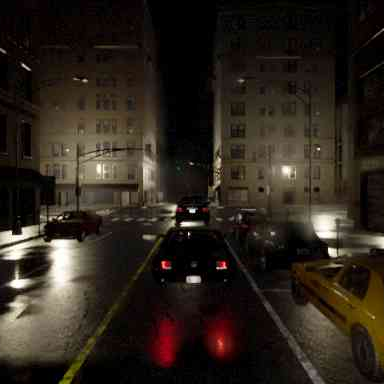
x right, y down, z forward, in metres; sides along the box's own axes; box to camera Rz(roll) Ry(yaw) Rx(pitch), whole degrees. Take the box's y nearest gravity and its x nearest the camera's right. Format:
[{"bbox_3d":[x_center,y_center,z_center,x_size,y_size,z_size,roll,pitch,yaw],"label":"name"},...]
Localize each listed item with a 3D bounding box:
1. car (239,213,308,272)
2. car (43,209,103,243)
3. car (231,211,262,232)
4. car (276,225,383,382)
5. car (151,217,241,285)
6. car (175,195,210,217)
[{"bbox_3d":[2.872,1.574,10.654,1.947,1.339,4.313,-1,0,0],"label":"car"},{"bbox_3d":[-5.668,1.557,16.245,1.887,1.381,4.507,-1,0,0],"label":"car"},{"bbox_3d":[2.877,1.594,16.239,1.802,1.307,4.206,-1,0,0],"label":"car"},{"bbox_3d":[2.866,1.530,5.237,1.752,1.417,4.829,-1,0,0],"label":"car"},{"bbox_3d":[0.057,1.608,9.438,1.895,1.301,4.718,0,0,0],"label":"car"},{"bbox_3d":[0.057,1.240,22.621,2.150,2.045,5.566,0,0,1],"label":"car"}]
